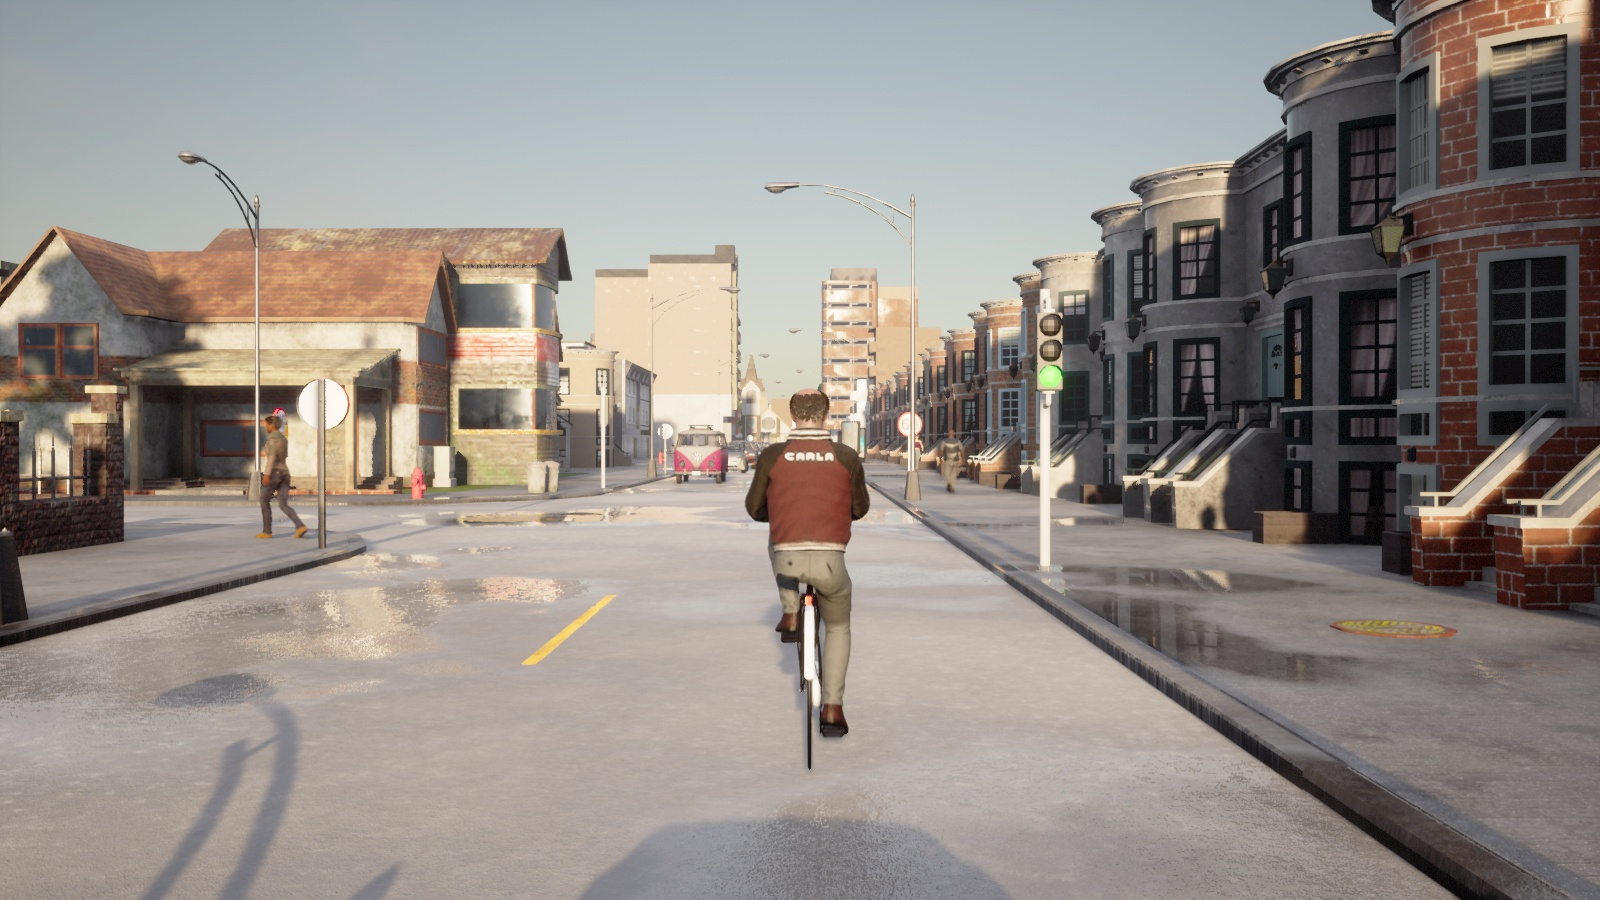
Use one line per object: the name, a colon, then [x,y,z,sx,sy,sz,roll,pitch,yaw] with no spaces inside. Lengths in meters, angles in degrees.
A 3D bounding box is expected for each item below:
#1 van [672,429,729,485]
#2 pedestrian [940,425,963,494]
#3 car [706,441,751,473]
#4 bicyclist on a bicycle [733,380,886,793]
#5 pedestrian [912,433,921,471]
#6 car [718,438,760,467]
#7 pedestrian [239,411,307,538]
van: [-3.688,0.230,47.166,1.775,1.987,4.442,0,0,1]
pedestrian: [4.240,0.261,35.173,0.563,1.883,0.849,0,0,1]
car: [-3.579,0.332,63.494,2.007,1.525,4.514,0,0,0]
bicyclist on a bicycle: [0.047,0.582,6.321,0.659,1.776,1.843,0,0,0]
pedestrian: [5.656,0.117,60.877,0.345,1.836,0.594,0,0,-3]
car: [-3.515,0.111,72.805,2.152,1.651,5.027,0,0,0]
pedestrian: [-7.619,0.346,18.162,0.869,1.805,0.328,0,0,11]
